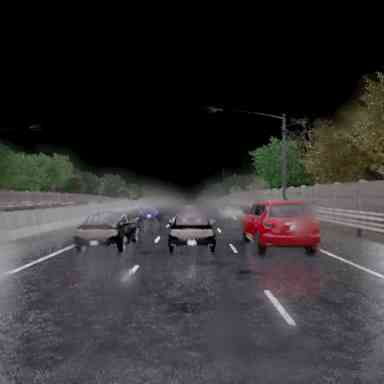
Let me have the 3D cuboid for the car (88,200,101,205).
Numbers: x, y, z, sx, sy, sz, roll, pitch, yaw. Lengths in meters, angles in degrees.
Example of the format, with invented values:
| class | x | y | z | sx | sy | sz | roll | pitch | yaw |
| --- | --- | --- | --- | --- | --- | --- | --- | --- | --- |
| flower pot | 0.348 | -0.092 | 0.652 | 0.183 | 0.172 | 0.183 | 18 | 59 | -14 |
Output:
| class | x | y | z | sx | sy | sz | roll | pitch | yaw |
| --- | --- | --- | --- | --- | --- | --- | --- | --- | --- |
| car | -21.013 | 2.519 | 71.767 | 2.128 | 1.511 | 4.902 | 0 | -1 | 0 |

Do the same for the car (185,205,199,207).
| class | x | y | z | sx | sy | sz | roll | pitch | yaw |
| --- | --- | --- | --- | --- | --- | --- | --- | --- | --- |
| car | -0.001 | 1.835 | 29.249 | 1.994 | 1.385 | 4.181 | 0 | -1 | 0 |

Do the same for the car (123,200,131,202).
| class | x | y | z | sx | sy | sz | roll | pitch | yaw |
| --- | --- | --- | --- | --- | --- | --- | --- | --- | --- |
| car | -14.013 | 2.472 | 71.770 | 1.882 | 1.535 | 5.008 | 0 | -1 | 0 |

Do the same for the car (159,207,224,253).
| class | x | y | z | sx | sy | sz | roll | pitch | yaw |
| --- | --- | --- | --- | --- | --- | --- | --- | --- | --- |
| car | 0.003 | 1.626 | 14.296 | 2.128 | 1.511 | 4.902 | 0 | 0 | 0 |

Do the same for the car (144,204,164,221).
| class | x | y | z | sx | sy | sz | roll | pitch | yaw |
| --- | --- | --- | --- | --- | --- | --- | --- | --- | --- |
| car | -3.499 | 1.798 | 29.369 | 1.812 | 1.442 | 4.674 | 0 | 0 | 0 |

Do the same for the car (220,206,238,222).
| class | x | y | z | sx | sy | sz | roll | pitch | yaw |
| --- | --- | --- | --- | --- | --- | --- | --- | --- | --- |
| car | 3.497 | 1.870 | 29.115 | 1.895 | 1.301 | 4.718 | 0 | -1 | 0 |

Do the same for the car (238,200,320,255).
| class | x | y | z | sx | sy | sz | roll | pitch | yaw |
| --- | --- | --- | --- | --- | --- | --- | --- | --- | --- |
| car | 3.499 | 1.348 | 14.024 | 2.150 | 2.045 | 5.566 | 0 | 0 | 0 |

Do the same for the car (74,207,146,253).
| class | x | y | z | sx | sy | sz | roll | pitch | yaw |
| --- | --- | --- | --- | --- | --- | --- | --- | --- | --- |
| car | -3.497 | 1.626 | 14.295 | 2.128 | 1.511 | 4.902 | 0 | 0 | 0 |

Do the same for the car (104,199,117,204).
| class | x | y | z | sx | sy | sz | roll | pitch | yaw |
| --- | --- | --- | --- | --- | --- | --- | --- | --- | --- |
| car | -17.513 | 2.350 | 71.802 | 2.097 | 1.767 | 4.553 | 0 | -1 | 0 |
